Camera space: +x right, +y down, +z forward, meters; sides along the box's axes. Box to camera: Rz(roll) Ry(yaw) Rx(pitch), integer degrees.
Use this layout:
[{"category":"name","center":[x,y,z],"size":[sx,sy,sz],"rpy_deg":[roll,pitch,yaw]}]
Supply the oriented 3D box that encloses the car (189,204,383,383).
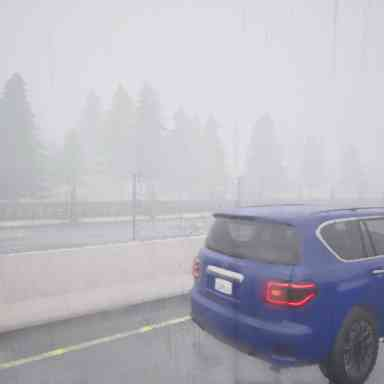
[{"category":"car","center":[2.565,1.232,5.554],"size":[5.566,2.045,2.150],"rpy_deg":[0,0,-35]}]

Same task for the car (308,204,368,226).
[{"category":"car","center":[10.814,1.646,24.495],"size":[4.718,1.301,1.895],"rpy_deg":[0,0,-35]}]

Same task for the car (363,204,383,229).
[{"category":"car","center":[13.544,1.551,22.136],"size":[4.892,1.490,1.837],"rpy_deg":[0,0,-35]}]
